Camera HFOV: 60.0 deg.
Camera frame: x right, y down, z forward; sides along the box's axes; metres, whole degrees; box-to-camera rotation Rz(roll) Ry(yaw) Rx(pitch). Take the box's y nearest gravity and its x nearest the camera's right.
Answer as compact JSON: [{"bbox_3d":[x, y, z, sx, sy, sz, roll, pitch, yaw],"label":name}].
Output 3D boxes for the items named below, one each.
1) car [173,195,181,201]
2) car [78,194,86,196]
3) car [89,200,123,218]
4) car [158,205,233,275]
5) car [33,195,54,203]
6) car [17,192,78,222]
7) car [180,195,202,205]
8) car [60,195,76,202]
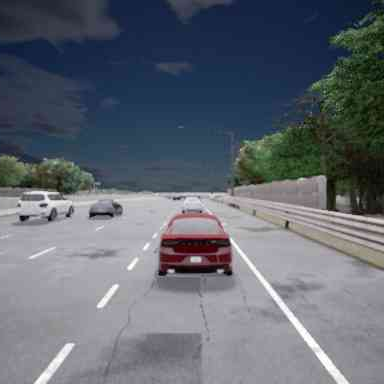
[{"bbox_3d":[-3.673,1.482,84.555,1.882,1.535,5.008,0,0,0],"label":"car"},{"bbox_3d":[-21.148,1.159,59.088,2.097,1.767,4.553,0,0,0],"label":"car"},{"bbox_3d":[-6.953,1.327,27.264,1.994,1.385,4.181,0,0,0],"label":"car"},{"bbox_3d":[0.082,1.383,10.144,1.882,1.535,5.008,0,1,0],"label":"car"},{"bbox_3d":[-31.645,1.436,71.020,2.128,1.511,4.902,0,0,0],"label":"car"},{"bbox_3d":[-10.446,1.010,24.081,2.150,2.045,5.566,0,0,0],"label":"car"},{"bbox_3d":[0.023,1.258,32.187,1.812,1.442,4.674,0,0,0],"label":"car"},{"bbox_3d":[-28.154,1.427,75.478,1.994,1.385,4.181,0,0,0],"label":"car"}]
